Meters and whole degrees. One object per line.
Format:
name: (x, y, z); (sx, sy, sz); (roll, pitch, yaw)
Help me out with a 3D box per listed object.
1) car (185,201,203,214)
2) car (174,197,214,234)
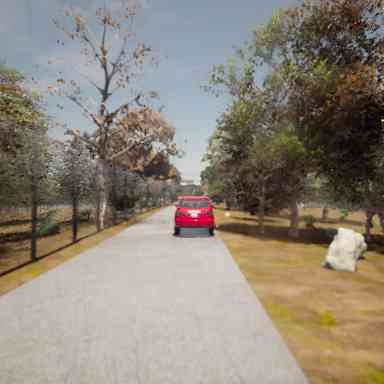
car: (0.240, 1.726, 38.300); (1.895, 1.301, 4.718); (0, 0, 0)
car: (0.149, 1.279, 19.771); (2.150, 2.045, 5.566); (0, 0, 1)
